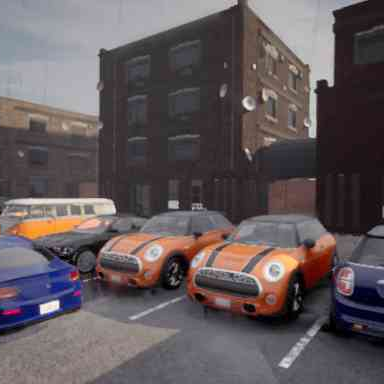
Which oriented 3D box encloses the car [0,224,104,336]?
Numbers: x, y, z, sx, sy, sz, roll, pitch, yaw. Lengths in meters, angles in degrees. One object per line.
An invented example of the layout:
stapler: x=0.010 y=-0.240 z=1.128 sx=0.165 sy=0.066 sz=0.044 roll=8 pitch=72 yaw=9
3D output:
car: x=-3.954 y=1.512 z=6.198 sx=4.674 sy=1.442 sz=1.812 roll=0 pitch=0 yaw=35

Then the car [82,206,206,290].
car: x=-0.404 y=1.343 z=9.280 sx=2.185 sy=1.767 sz=4.553 roll=0 pitch=0 yaw=35

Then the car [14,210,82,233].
car: x=-2.664 y=1.464 z=10.860 sx=2.097 sy=1.535 sz=5.008 roll=0 pitch=0 yaw=35

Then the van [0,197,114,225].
van: x=-4.980 y=1.235 z=12.362 sx=1.878 sy=1.987 sz=4.442 roll=0 pitch=0 yaw=35

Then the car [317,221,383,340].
car: x=4.050 y=1.354 z=6.028 sx=2.185 sy=1.767 sz=4.553 roll=0 pitch=0 yaw=35

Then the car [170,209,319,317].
car: x=1.841 y=1.348 z=7.680 sx=2.185 sy=1.767 sz=4.553 roll=0 pitch=0 yaw=35
